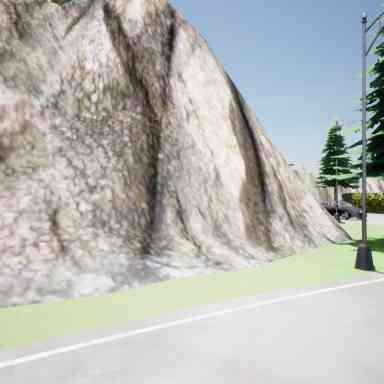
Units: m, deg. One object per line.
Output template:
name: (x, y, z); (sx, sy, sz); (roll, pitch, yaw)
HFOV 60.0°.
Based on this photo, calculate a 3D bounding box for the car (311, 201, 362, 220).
car: (12.393, 1.491, 28.315); (2.128, 1.511, 4.902); (0, 0, -26)
